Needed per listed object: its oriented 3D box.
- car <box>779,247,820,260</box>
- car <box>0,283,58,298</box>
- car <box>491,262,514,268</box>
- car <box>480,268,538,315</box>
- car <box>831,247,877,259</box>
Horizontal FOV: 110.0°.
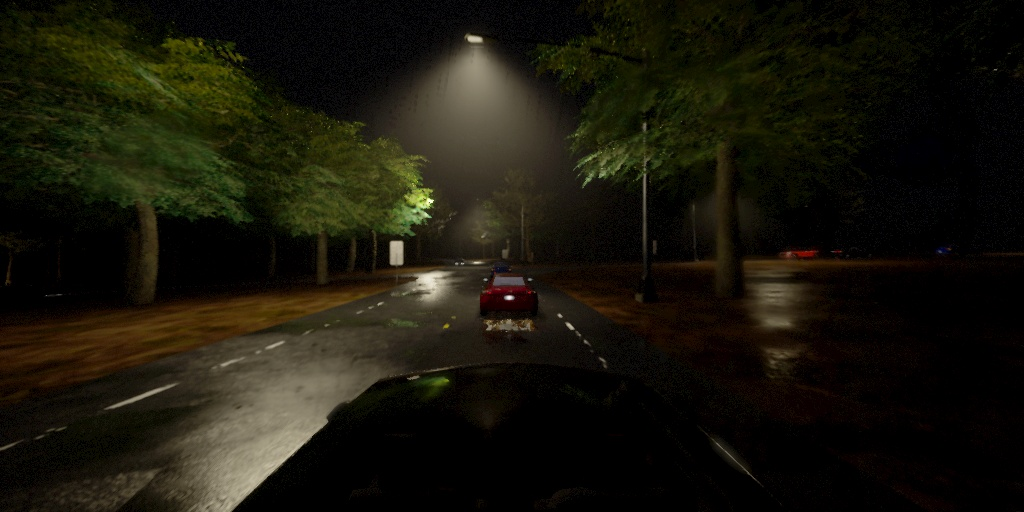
[{"bbox_3d":[39.153,-0.399,48.934,4.553,1.767,2.097,-1,0,-1],"label":"car"},{"bbox_3d":[-48.034,3.329,35.351,4.181,1.385,1.994,-3,0,-11],"label":"car"},{"bbox_3d":[-0.863,1.238,31.109,1.812,1.442,4.674,0,0,0],"label":"car"},{"bbox_3d":[-0.146,1.310,13.545,1.994,1.385,4.181,0,0,-2],"label":"car"},{"bbox_3d":[43.772,-0.389,45.953,4.902,1.511,2.128,-1,0,0],"label":"car"}]
